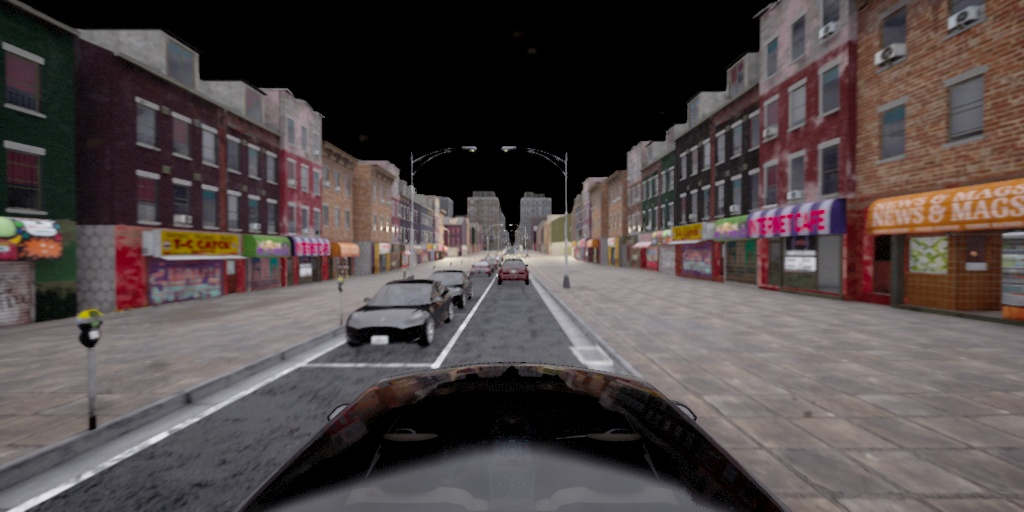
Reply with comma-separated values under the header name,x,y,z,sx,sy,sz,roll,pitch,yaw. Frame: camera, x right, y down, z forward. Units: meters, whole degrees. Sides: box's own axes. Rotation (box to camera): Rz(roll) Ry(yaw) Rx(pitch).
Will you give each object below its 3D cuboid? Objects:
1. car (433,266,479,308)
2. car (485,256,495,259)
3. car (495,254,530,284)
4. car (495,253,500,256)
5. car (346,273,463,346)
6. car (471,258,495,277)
name,x,y,z,sx,sy,sz,roll,pitch,yaw
car,-2.639,1.264,14.884,1.948,1.339,4.313,0,0,0
car,-2.640,0.989,37.040,1.948,1.339,4.313,0,0,0
car,0.096,0.950,25.027,2.097,1.767,4.553,0,1,0
car,-2.641,0.780,42.573,1.967,1.591,4.097,0,0,0
car,-2.639,1.297,9.341,1.948,1.339,4.313,0,0,0
car,-2.640,1.088,31.507,1.802,1.307,4.207,0,0,0
